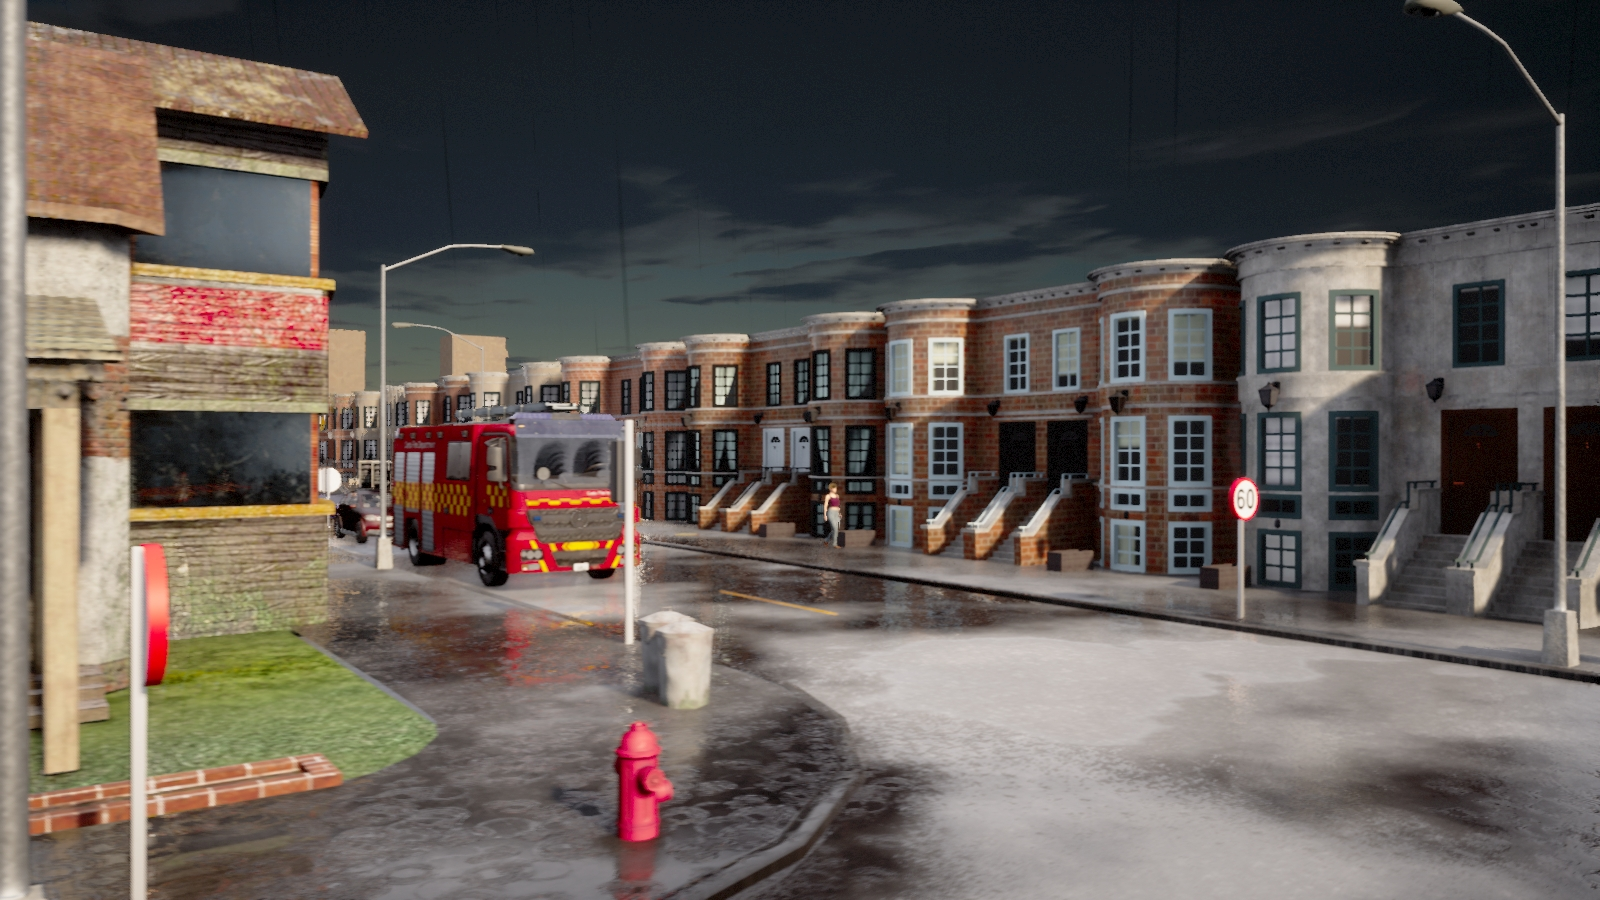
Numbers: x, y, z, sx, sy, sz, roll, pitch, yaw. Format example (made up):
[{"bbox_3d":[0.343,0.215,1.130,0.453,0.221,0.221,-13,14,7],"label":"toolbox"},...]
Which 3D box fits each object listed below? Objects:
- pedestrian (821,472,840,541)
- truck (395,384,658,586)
[{"bbox_3d":[0.830,1.523,31.117,0.375,1.860,0.375,0,0,-40],"label":"pedestrian"},{"bbox_3d":[-6.507,0.671,25.933,2.891,3.827,8.468,0,0,-35],"label":"truck"}]
